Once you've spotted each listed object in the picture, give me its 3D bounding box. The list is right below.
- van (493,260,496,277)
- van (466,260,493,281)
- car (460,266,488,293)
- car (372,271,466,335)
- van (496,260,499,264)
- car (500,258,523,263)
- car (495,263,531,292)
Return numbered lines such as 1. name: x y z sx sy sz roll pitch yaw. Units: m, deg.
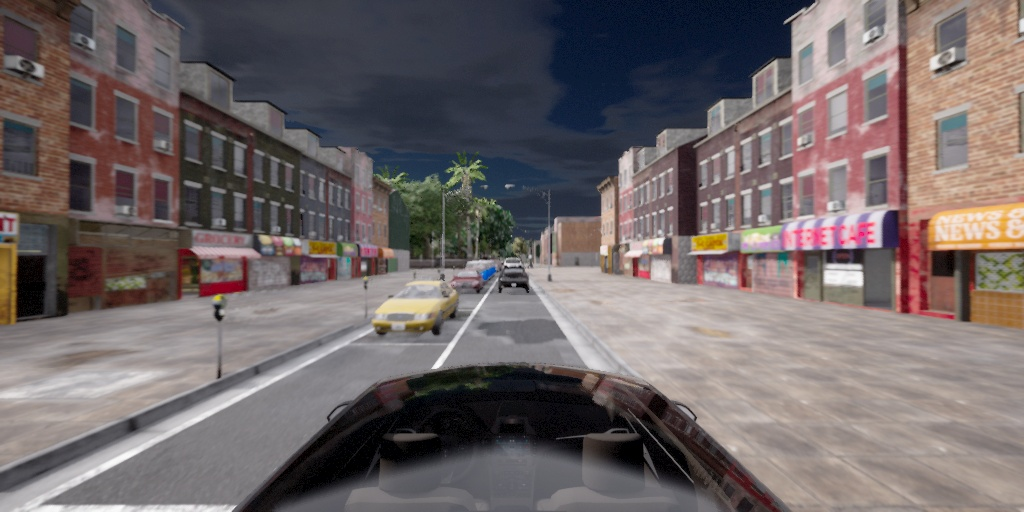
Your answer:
1. van: -2.639 1.316 32.762 1.690 1.789 3.998 0 0 0
2. van: -2.639 1.273 27.297 1.690 1.789 3.998 0 0 0
3. car: -2.639 1.472 21.833 1.802 1.307 4.207 0 0 0
4. car: -2.638 1.334 10.738 1.751 1.417 4.829 0 0 0
5. van: -2.640 1.359 38.226 1.690 1.789 3.998 0 0 0
6. car: 0.097 1.264 41.307 2.150 2.045 5.566 0 0 0
7. car: 0.100 1.399 22.522 1.837 1.490 4.892 0 -1 0
